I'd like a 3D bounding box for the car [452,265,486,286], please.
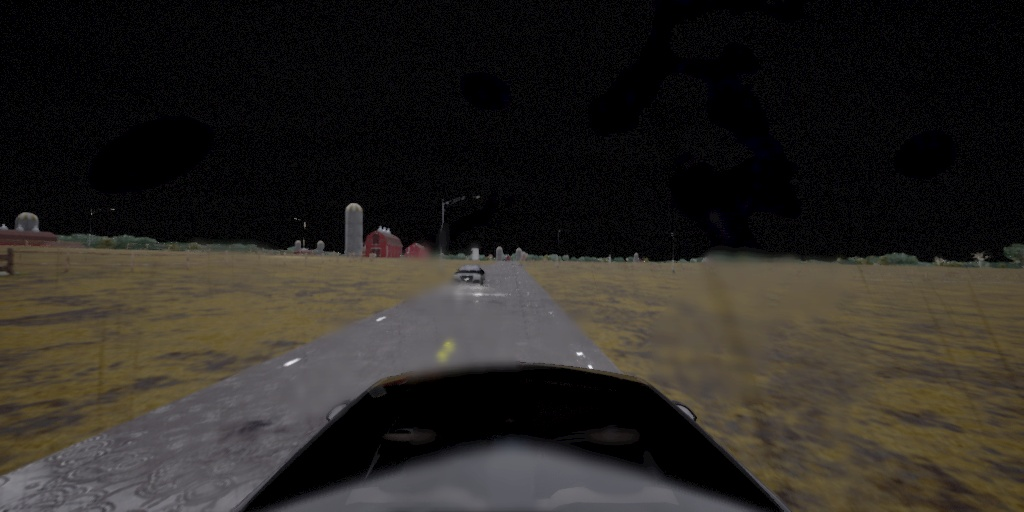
[{"bbox_3d":[-2.849,1.284,24.787,1.994,1.385,4.181,0,0,0],"label":"car"}]
